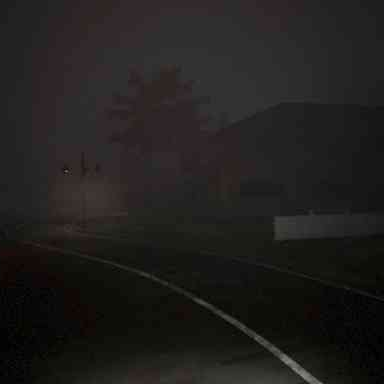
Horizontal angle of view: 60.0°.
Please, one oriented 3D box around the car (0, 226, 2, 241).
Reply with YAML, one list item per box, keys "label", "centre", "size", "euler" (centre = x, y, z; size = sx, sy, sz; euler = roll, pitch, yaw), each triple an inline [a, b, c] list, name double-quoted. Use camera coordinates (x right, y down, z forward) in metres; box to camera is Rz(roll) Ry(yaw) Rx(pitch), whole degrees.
- label: "car"
  centre: [-10.924, 1.729, 16.564]
  size: [2.128, 1.511, 4.902]
  euler: [-1, 0, -41]
